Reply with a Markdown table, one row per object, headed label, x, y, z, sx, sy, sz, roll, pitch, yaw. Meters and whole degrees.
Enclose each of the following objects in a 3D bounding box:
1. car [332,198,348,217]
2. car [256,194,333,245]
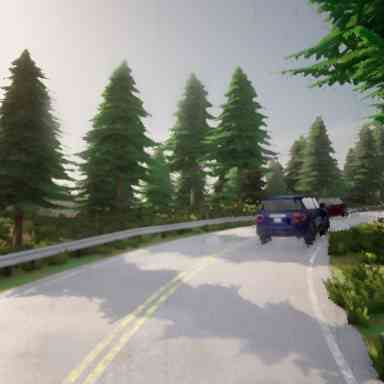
| label | x | y | z | sx | sy | sz | roll | pitch | yaw |
| --- | --- | --- | --- | --- | --- | --- | --- | --- | --- |
| car | 10.205 | 1.259 | 26.011 | 4.553 | 1.767 | 2.097 | -2 | -2 | -40 |
| car | 4.708 | 1.145 | 15.217 | 2.150 | 2.045 | 5.566 | -3 | -1 | 31 |
